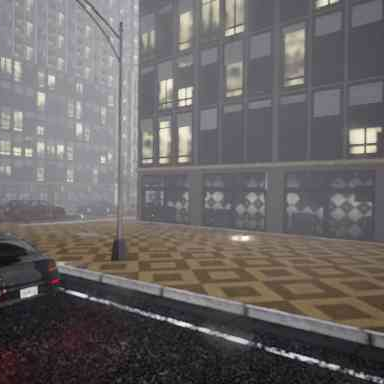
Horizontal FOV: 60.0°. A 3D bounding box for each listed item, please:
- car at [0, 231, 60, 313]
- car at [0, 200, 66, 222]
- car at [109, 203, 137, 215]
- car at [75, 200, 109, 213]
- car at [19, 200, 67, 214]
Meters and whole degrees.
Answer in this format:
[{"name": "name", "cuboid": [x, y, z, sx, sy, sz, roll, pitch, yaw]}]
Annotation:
[{"name": "car", "cuboid": [-4.653, 1.542, 6.993, 4.674, 1.442, 1.812, 0, 0, 35]}, {"name": "car", "cuboid": [-13.646, 1.591, 29.159, 2.192, 1.841, 5.009, 0, 0, 36]}, {"name": "car", "cuboid": [-6.852, 1.901, 38.373, 1.752, 1.417, 4.829, 0, 0, 36]}, {"name": "car", "cuboid": [-12.033, 1.795, 41.087, 1.837, 1.490, 4.892, 1, 0, 36]}, {"name": "car", "cuboid": [-17.147, 1.736, 38.532, 1.752, 1.417, 4.829, 0, 0, 36]}]
